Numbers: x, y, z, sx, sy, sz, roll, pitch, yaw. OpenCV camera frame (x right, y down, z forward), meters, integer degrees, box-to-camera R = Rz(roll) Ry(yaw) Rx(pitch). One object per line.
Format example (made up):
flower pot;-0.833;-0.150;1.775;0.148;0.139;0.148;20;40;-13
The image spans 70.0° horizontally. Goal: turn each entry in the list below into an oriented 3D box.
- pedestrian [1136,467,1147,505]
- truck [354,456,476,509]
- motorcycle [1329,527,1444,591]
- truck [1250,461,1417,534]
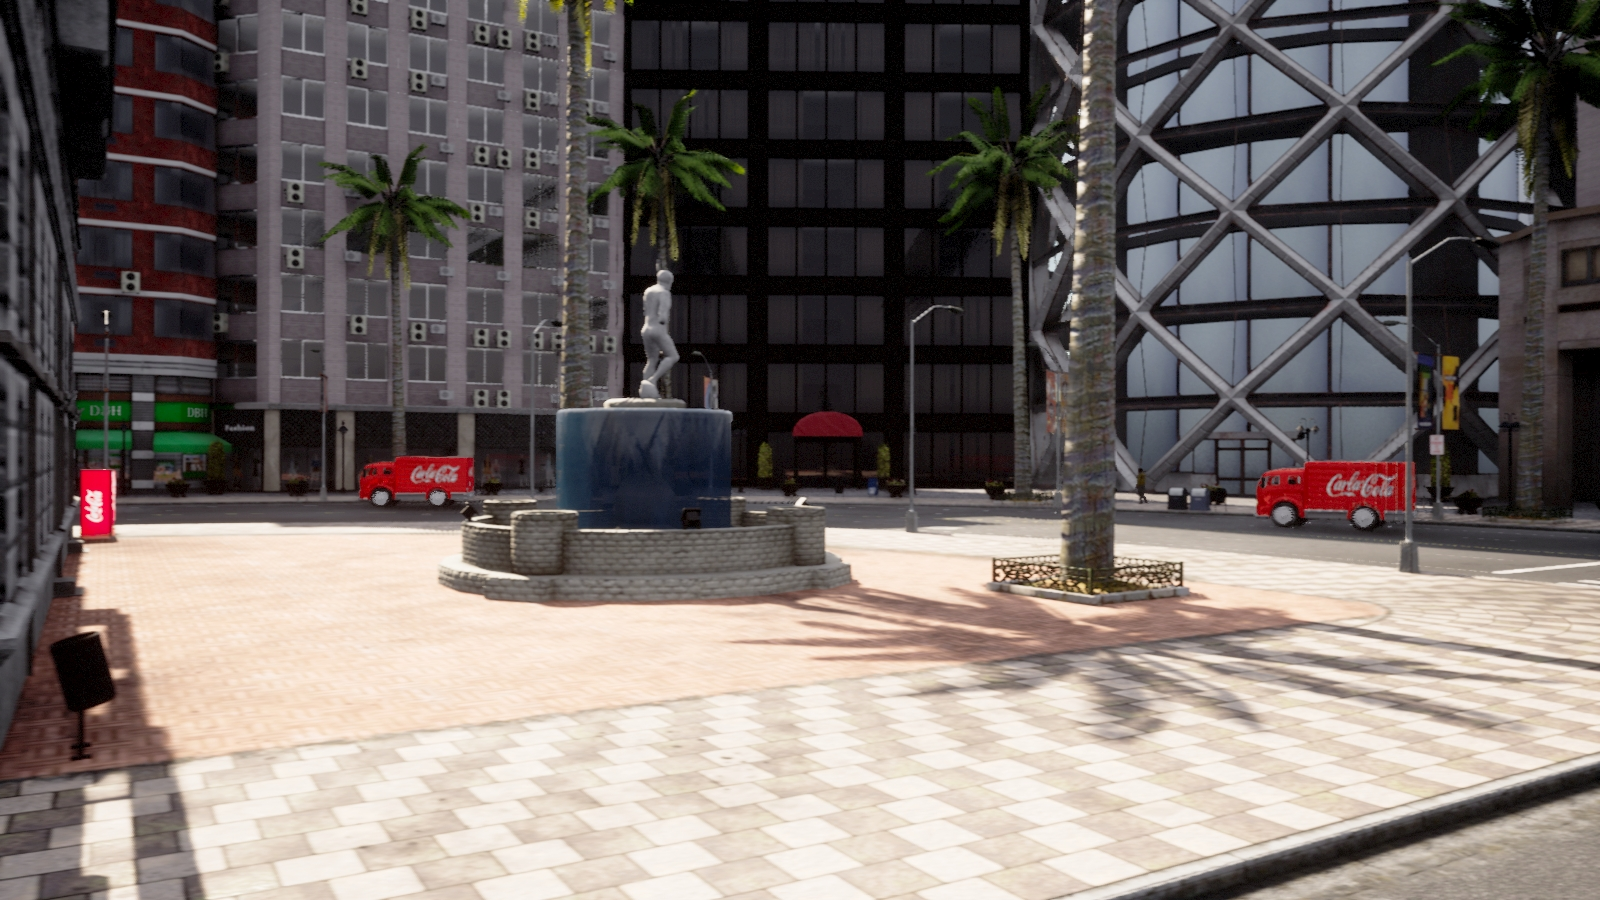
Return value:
pedestrian;16.934;1.780;56.625;0.375;1.860;0.375;0;0;-40
truck;-18.684;1.554;55.697;5.204;2.467;2.627;0;0;-7
motorcycle;12.306;2.263;24.036;0.803;1.145;2.033;0;0;-31
truck;19.475;1.646;41.737;5.204;2.467;2.627;0;0;34
